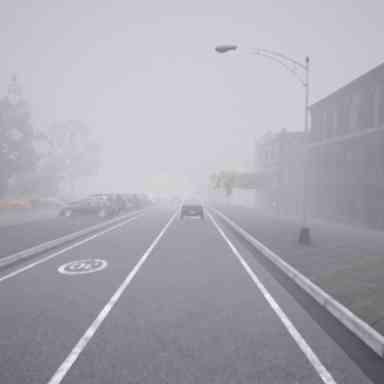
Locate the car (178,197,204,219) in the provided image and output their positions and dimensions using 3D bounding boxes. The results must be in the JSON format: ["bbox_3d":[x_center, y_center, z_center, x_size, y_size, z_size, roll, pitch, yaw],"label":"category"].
[{"bbox_3d":[0.043,1.432,28.710,1.882,1.535,5.008,0,0,1],"label":"car"}]

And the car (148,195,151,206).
[{"bbox_3d":[-8.825,1.542,48.155,4.892,1.521,2.231,0,0,0],"label":"car"}]

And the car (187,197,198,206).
[{"bbox_3d":[0.027,1.607,57.483,1.801,1.575,5.366,0,0,0],"label":"car"}]

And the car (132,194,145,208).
[{"bbox_3d":[-8.857,1.225,39.748,5.566,2.045,2.435,0,0,0],"label":"car"}]

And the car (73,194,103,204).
[{"bbox_3d":[-21.902,1.489,70.343,5.566,2.045,2.435,0,-1,0],"label":"car"}]

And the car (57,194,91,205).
[{"bbox_3d":[-21.895,1.405,61.988,5.566,2.045,2.435,0,0,0],"label":"car"}]

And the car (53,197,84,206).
[{"bbox_3d":[-21.949,1.661,59.202,4.792,1.488,2.163,0,0,0],"label":"car"}]

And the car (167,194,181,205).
[{"bbox_3d":[-3.227,1.469,66.711,2.150,2.045,5.566,0,0,0],"label":"car"}]

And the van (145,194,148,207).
[{"bbox_3d":[-8.713,1.293,45.353,4.442,1.987,1.878,0,0,0],"label":"van"}]

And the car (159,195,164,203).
[{"bbox_3d":[-8.844,1.711,67.777,5.008,1.535,2.097,0,-1,0],"label":"car"}]

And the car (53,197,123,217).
[{"bbox_3d":[-8.831,1.427,28.536,4.892,1.521,2.231,0,0,0],"label":"car"}]

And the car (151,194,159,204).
[{"bbox_3d":[-8.866,1.358,56.567,5.566,2.045,2.435,0,0,0],"label":"car"}]

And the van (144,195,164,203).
[{"bbox_3d":[-8.741,1.579,76.186,4.442,1.987,1.878,0,-1,0],"label":"van"}]

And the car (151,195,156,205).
[{"bbox_3d":[-8.830,1.586,53.761,5.008,1.535,2.097,0,0,0],"label":"car"}]

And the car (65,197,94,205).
[{"bbox_3d":[-21.920,1.683,64.772,5.008,1.535,2.097,0,-1,0],"label":"car"}]

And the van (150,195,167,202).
[{"bbox_3d":[-8.752,1.706,87.398,4.442,1.987,1.878,0,-1,0],"label":"van"}]

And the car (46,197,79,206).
[{"bbox_3d":[-21.888,1.639,56.418,4.792,1.488,2.163,0,0,0],"label":"car"}]

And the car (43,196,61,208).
[{"bbox_3d":[-21.908,1.581,48.061,4.674,1.452,2.002,0,0,0],"label":"car"}]

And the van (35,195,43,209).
[{"bbox_3d":[-22.025,1.270,42.491,4.442,1.987,1.878,0,0,0],"label":"van"}]

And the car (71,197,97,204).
[{"bbox_3d":[-21.926,1.749,67.433,4.674,1.452,2.002,0,-1,0],"label":"car"}]

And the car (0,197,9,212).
[{"bbox_3d":[-21.914,1.485,34.141,4.674,1.452,2.002,0,0,0],"label":"car"}]

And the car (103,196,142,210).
[{"bbox_3d":[-8.797,1.370,42.548,4.553,1.767,2.185,0,0,0],"label":"car"}]

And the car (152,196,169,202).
[{"bbox_3d":[-8.842,1.870,93.003,4.553,1.767,2.185,0,-1,0],"label":"car"}]

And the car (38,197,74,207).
[{"bbox_3d":[-21.909,1.586,53.633,5.008,1.535,2.097,0,0,0],"label":"car"}]

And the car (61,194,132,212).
[{"bbox_3d":[-8.862,1.182,31.338,5.566,2.045,2.435,0,0,0],"label":"car"}]

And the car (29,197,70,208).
[{"bbox_3d":[-21.727,1.561,50.847,5.366,1.575,1.946,0,0,0],"label":"car"}]

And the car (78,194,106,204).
[{"bbox_3d":[-21.905,1.519,73.005,5.566,2.045,2.435,0,-1,0],"label":"car"}]

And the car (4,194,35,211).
[{"bbox_3d":[-21.878,1.351,39.710,4.553,1.767,2.185,0,0,0],"label":"car"}]

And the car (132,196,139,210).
[{"bbox_3d":[-8.836,1.459,36.941,4.892,1.521,2.231,0,0,0],"label":"car"}]

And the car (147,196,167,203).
[{"bbox_3d":[-8.860,1.900,84.593,5.008,1.535,2.097,0,-1,0],"label":"car"}]
